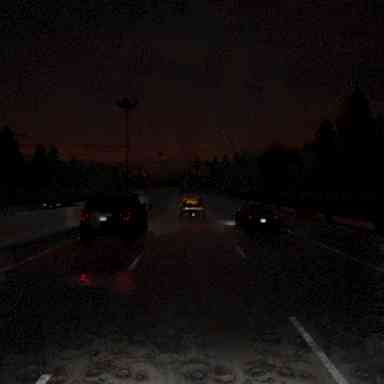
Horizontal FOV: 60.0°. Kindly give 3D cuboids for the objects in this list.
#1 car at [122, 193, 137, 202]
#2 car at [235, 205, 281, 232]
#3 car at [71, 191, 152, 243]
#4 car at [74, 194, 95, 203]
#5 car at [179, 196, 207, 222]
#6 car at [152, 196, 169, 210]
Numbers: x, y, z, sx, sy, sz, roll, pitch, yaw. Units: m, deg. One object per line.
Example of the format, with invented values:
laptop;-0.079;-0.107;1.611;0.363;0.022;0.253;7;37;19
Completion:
car;-11.406;1.021;61.233;1.837;1.490;4.892;0;0;-1
car;3.602;1.414;18.818;1.994;1.385;4.181;0;0;0
car;-3.398;1.099;15.361;2.150;2.045;5.566;0;0;0
car;-18.312;1.098;56.957;2.033;1.411;5.357;0;0;-1
car;0.085;1.296;24.461;2.128;1.511;4.902;0;0;0
car;-3.647;1.203;36.488;2.128;1.511;4.902;0;0;-2
